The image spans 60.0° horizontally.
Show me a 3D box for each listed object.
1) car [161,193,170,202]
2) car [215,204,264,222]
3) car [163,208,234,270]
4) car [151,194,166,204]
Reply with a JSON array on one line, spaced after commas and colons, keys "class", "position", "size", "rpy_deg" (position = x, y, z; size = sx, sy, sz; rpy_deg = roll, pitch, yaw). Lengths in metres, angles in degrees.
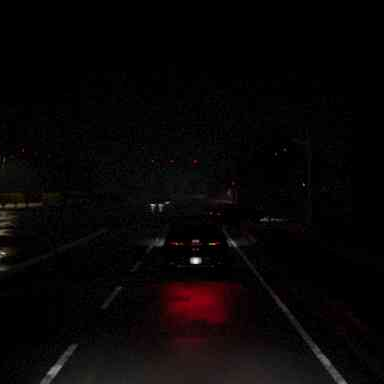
[{"class": "car", "position": [-6.541, 1.275, 79.704], "size": [2.150, 2.045, 5.566], "rpy_deg": [0, 0, 0]}, {"class": "car", "position": [3.195, 1.565, 24.900], "size": [5.357, 1.411, 2.033], "rpy_deg": [0, 0, -43]}, {"class": "car", "position": [0.123, 1.514, 11.052], "size": [1.837, 1.490, 4.892], "rpy_deg": [0, 0, 1]}, {"class": "car", "position": [-6.647, 1.565, 64.181], "size": [1.812, 1.442, 4.674], "rpy_deg": [0, 0, 1]}]
